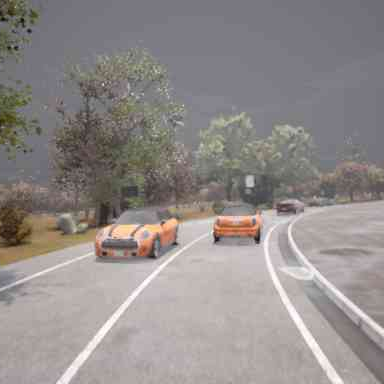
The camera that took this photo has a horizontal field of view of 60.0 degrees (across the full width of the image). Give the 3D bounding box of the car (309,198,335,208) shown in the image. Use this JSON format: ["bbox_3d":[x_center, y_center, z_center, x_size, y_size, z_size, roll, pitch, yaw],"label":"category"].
[{"bbox_3d":[19.322,1.550,49.763,5.357,1.411,2.033,-1,-3,-41],"label":"car"}]

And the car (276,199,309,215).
[{"bbox_3d":[10.184,1.467,34.145,1.882,1.535,5.008,-4,-2,32],"label":"car"}]

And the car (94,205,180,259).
[{"bbox_3d":[-1.927,1.423,12.887,2.097,1.767,4.553,-1,-1,11],"label":"car"}]

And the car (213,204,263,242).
[{"bbox_3d":[2.402,1.379,16.594,2.097,1.767,4.553,-1,0,13],"label":"car"}]
